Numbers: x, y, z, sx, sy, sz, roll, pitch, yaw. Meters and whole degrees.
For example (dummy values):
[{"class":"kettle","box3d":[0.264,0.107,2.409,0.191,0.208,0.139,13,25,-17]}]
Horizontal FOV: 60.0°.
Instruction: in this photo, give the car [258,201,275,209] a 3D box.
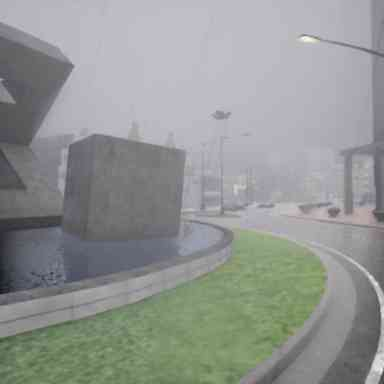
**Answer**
[{"class":"car","box3d":[13.309,2.275,59.378,1.994,1.385,4.181,-1,-1,31]}]

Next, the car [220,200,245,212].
[{"class":"car","box3d":[5.823,1.966,47.671,2.097,1.767,4.553,-1,-1,36]}]
